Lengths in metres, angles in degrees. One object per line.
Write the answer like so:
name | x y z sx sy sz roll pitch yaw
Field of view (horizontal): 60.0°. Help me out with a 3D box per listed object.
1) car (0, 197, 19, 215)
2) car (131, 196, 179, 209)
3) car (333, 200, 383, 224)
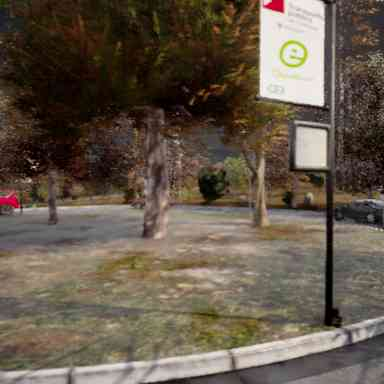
car | -16.756 0.844 26.254 2.150 2.045 5.566 1 0 37
car | -3.680 0.964 33.147 4.674 1.442 1.812 0 1 2
car | 11.805 1.287 22.795 1.837 1.490 4.892 0 1 -19
